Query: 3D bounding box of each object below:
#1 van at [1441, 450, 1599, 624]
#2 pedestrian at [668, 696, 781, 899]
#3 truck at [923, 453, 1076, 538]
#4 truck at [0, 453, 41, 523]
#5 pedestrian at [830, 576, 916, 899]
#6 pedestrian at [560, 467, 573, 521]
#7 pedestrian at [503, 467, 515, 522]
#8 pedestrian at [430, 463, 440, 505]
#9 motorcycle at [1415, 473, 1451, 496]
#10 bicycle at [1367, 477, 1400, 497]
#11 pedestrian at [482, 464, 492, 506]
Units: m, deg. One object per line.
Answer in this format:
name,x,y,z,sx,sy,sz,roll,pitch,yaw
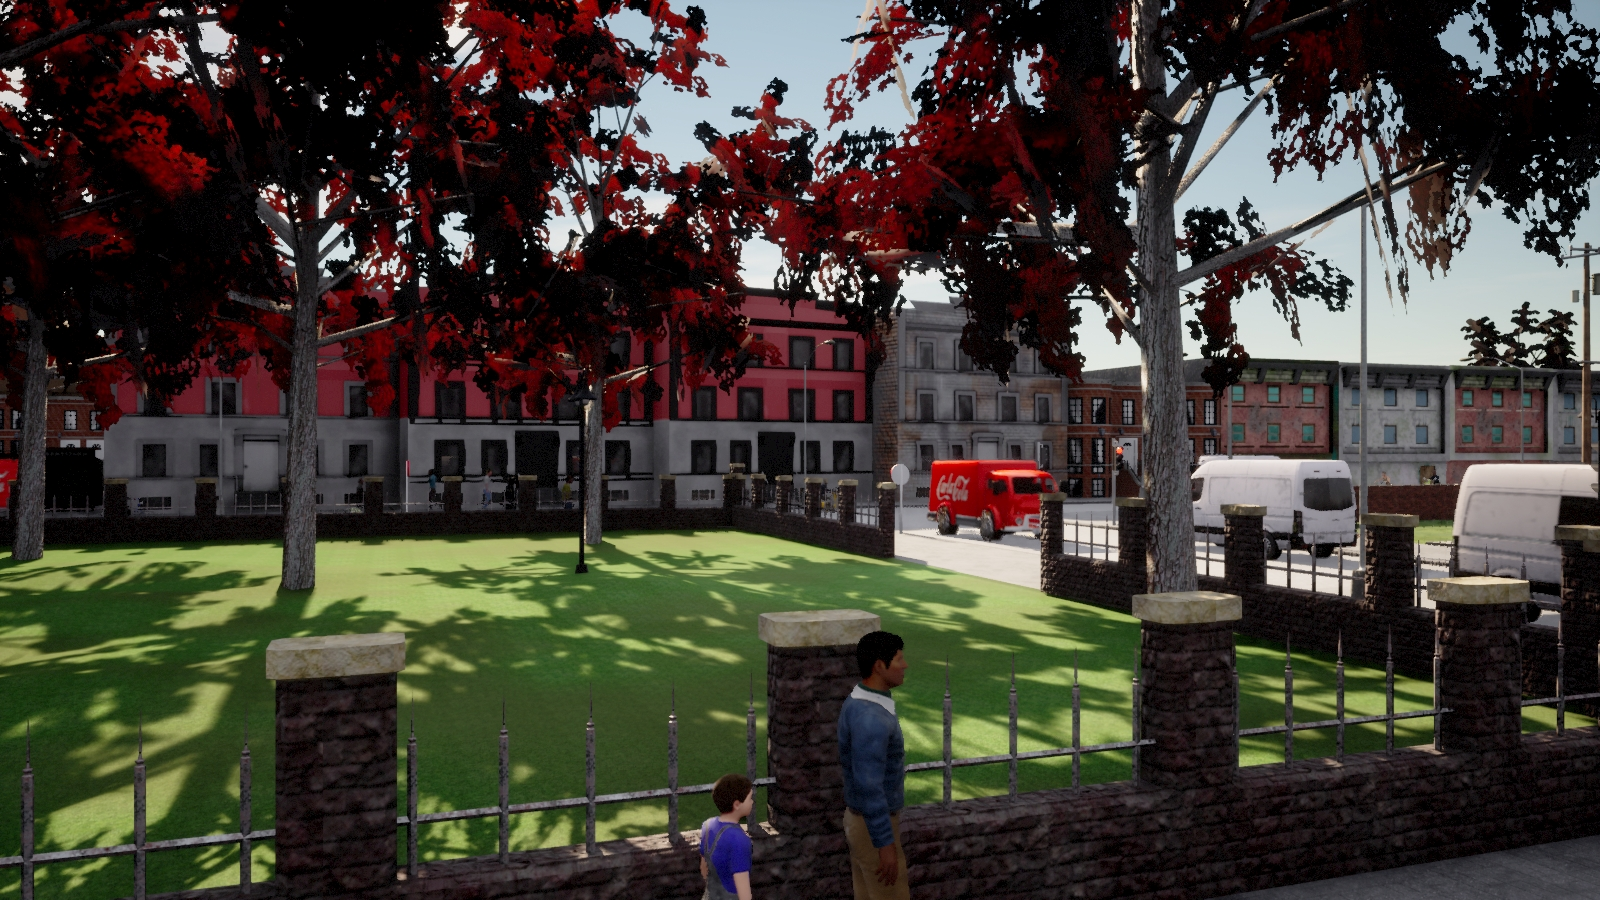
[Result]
van,12.930,1.312,17.116,1.988,2.561,5.915,0,1,-20
pedestrian,-0.341,1.806,5.118,0.375,1.300,0.375,0,0,-31
truck,6.210,1.346,36.312,2.627,2.467,5.204,0,0,-18
truck,-30.603,1.344,40.926,5.204,2.467,2.627,0,0,-20
pedestrian,0.325,1.526,5.198,0.375,1.860,0.375,0,0,1
pedestrian,-8.112,1.524,39.691,0.375,1.860,0.375,0,0,-19
pedestrian,-9.933,1.525,39.036,0.375,1.860,0.375,0,0,-19
pedestrian,-16.265,1.522,50.892,0.375,1.860,0.375,0,0,-10
motorcycle,36.002,1.962,64.979,1.805,1.236,0.856,0,0,-20
bicycle,32.543,2.036,63.766,1.487,1.080,0.859,0,0,-20
pedestrian,-13.674,1.524,49.975,0.375,1.860,0.375,0,0,-9
